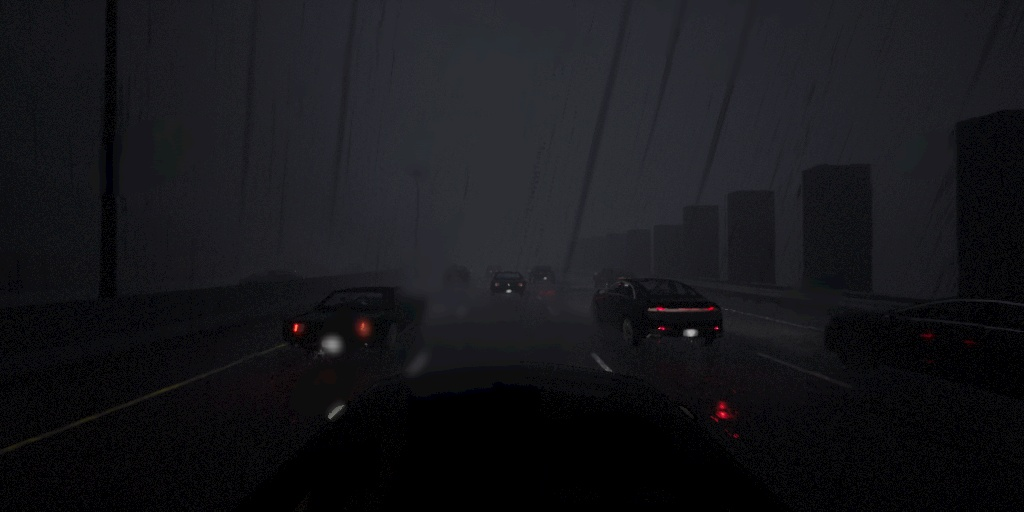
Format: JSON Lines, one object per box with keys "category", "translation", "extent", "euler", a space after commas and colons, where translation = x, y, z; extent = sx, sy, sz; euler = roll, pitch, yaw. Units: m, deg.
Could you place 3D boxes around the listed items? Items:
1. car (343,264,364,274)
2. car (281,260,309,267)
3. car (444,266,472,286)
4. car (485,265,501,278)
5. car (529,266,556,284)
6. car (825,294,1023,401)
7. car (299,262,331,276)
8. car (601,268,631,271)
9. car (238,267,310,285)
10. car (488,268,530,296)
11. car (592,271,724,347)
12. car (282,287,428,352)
{"category": "car", "translation": [-21.194, 1.763, 48.089], "extent": [2.128, 1.511, 4.902], "euler": [0, -1, -11]}
{"category": "car", "translation": [-28.001, 1.477, 46.474], "extent": [2.150, 2.045, 5.566], "euler": [0, -1, -11]}
{"category": "car", "translation": [-4.220, 1.524, 28.318], "extent": [1.882, 1.535, 5.008], "euler": [0, -1, -4]}
{"category": "car", "translation": [-1.996, 1.727, 40.331], "extent": [2.033, 1.411, 5.357], "euler": [0, -1, -8]}
{"category": "car", "translation": [2.534, 1.583, 31.332], "extent": [1.837, 1.490, 4.892], "euler": [0, -1, -5]}
{"category": "car", "translation": [7.056, 1.277, 5.002], "extent": [2.128, 1.511, 4.902], "euler": [0, -1, 0]}
{"category": "car", "translation": [-24.078, 1.756, 44.384], "extent": [1.812, 1.442, 4.674], "euler": [0, -1, -10]}
{"category": "car", "translation": [6.618, 1.494, 23.329], "extent": [1.837, 1.490, 4.892], "euler": [0, -1, -3]}
{"category": "car", "translation": [-14.558, 1.541, 21.842], "extent": [1.994, 1.385, 4.181], "euler": [0, -1, -3]}
{"category": "car", "translation": [-0.265, 1.565, 20.976], "extent": [1.895, 1.301, 4.718], "euler": [0, -1, -2]}
{"category": "car", "translation": [3.501, 1.327, 9.518], "extent": [2.128, 1.511, 4.902], "euler": [0, -1, -1]}
{"category": "car", "translation": [-3.488, 1.434, 9.119], "extent": [1.895, 1.301, 4.718], "euler": [0, -1, -1]}
